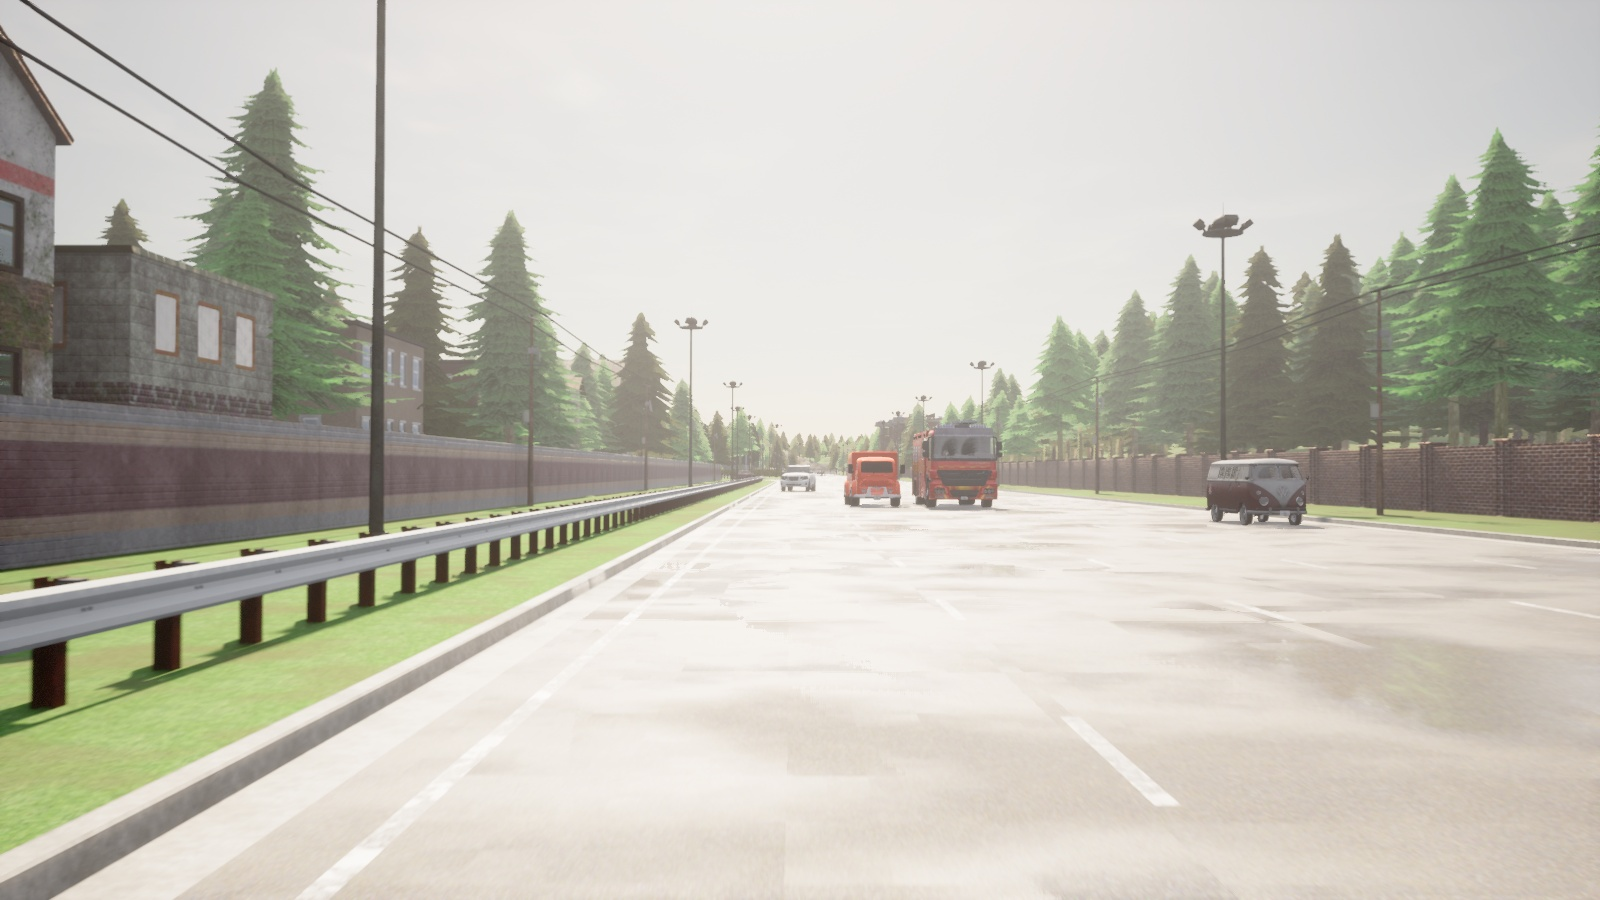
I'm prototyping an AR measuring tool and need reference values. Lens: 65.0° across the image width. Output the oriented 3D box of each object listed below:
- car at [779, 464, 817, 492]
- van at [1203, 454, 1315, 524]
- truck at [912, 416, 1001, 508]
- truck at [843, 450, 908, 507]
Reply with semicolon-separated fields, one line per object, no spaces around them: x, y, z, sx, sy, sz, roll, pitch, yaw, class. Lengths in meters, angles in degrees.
-0.097;2.141;95.990;2.150;2.045;5.566;-1;-1;7;car
13.907;1.154;38.342;1.775;1.987;4.442;0;-1;0;van
6.859;0.566;56.381;2.891;3.827;8.468;0;-1;0;truck
3.360;1.273;57.245;2.627;2.467;5.204;0;-1;0;truck
